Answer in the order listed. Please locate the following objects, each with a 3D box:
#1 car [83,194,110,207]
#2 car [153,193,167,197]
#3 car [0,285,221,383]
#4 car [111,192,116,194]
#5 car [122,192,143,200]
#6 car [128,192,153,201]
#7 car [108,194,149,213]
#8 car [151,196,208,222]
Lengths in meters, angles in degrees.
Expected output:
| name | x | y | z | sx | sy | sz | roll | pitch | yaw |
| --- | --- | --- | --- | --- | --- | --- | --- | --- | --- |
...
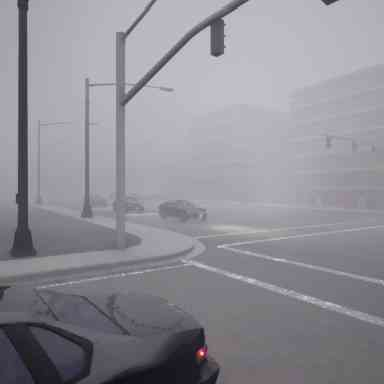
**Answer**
| name | x | y | z | sx | sy | sz | roll | pitch | yaw |
| --- | --- | --- | --- | --- | --- | --- | --- | --- | --- |
| car | -12.277 | 1.013 | 41.901 | 1.882 | 1.535 | 5.008 | 0 | 1 | -34 |
| car | -6.026 | 0.858 | 57.734 | 2.128 | 1.511 | 4.902 | 0 | 1 | -34 |
| car | -2.297 | 1.547 | 2.355 | 5.357 | 1.411 | 2.033 | 0 | 0 | -35 |
| car | -14.795 | 0.708 | 64.371 | 1.837 | 1.490 | 4.892 | 0 | 1 | -34 |
| car | -11.904 | 0.750 | 66.344 | 2.033 | 1.411 | 5.357 | 0 | 1 | -34 |
| car | -8.916 | 0.844 | 55.760 | 1.882 | 1.535 | 5.008 | 0 | 1 | -34 |
| car | -6.487 | 1.242 | 33.404 | 1.812 | 1.442 | 4.674 | 0 | 1 | -34 |
| car | -0.765 | 1.358 | 25.018 | 2.128 | 1.511 | 4.902 | 0 | 1 | -34 |
